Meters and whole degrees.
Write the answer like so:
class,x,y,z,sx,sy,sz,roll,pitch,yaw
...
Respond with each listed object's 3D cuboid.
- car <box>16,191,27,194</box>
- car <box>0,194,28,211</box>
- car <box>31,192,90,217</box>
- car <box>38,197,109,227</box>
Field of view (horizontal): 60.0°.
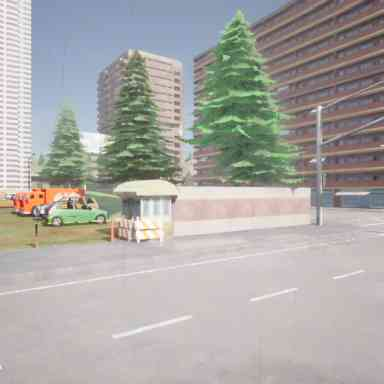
class,x,y,z,sx,sy,sz,roll,pitch,yaw
car,-25.799,1.204,46.638,3.866,1.878,1.905,0,0,-35
car,-24.520,1.394,44.116,4.193,1.474,1.816,0,0,-35
car,-9.461,1.172,25.546,4.605,1.855,1.932,0,0,-35
car,-7.437,1.341,21.496,3.988,1.617,1.851,0,0,-35
